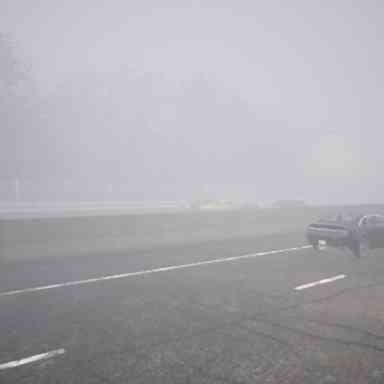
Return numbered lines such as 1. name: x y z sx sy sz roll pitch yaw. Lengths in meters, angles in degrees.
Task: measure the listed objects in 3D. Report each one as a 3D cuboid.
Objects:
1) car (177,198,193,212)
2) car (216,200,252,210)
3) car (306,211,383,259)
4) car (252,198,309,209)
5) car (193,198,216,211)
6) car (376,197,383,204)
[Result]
1. car: 0.630 1.381 34.514 4.553 1.767 2.097 0 0 -35
2. car: 4.538 1.588 28.707 4.181 1.385 1.994 0 0 -35
3. car: 6.421 1.502 12.750 4.902 1.511 2.128 0 0 -35
4. car: 7.315 1.374 26.388 4.553 1.767 2.097 0 0 -35
5. car: 2.892 1.505 31.831 5.008 1.535 1.882 0 0 -35
6. car: 34.175 1.549 58.259 4.892 1.490 1.837 0 0 -35
